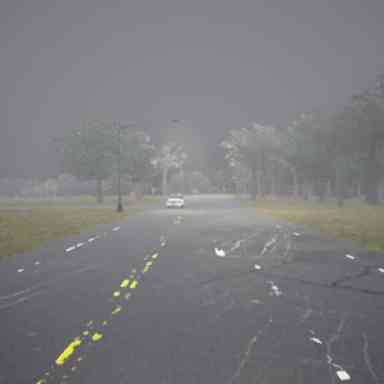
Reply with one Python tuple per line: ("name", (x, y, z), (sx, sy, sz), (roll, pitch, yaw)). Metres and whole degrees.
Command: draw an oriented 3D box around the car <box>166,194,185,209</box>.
("car", (-2.257, 1.287, 46.789), (2.150, 2.045, 5.566), (0, 0, 3))
